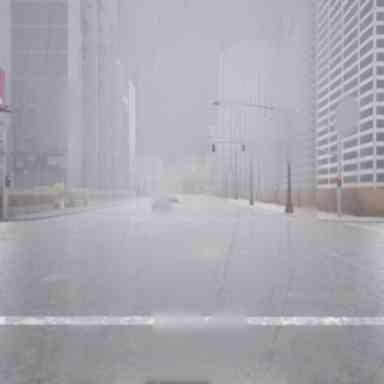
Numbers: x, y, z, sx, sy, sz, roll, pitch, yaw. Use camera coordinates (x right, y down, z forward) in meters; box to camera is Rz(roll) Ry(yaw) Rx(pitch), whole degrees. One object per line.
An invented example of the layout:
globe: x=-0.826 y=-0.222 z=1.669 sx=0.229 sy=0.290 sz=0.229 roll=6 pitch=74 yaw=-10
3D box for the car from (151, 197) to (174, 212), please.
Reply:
car: x=-3.443 y=1.533 z=37.887 sx=1.837 sy=1.490 sz=4.892 roll=0 pitch=0 yaw=0

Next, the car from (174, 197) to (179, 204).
car: x=-3.406 y=1.542 z=62.309 sx=1.895 sy=1.301 sz=4.718 roll=0 pitch=0 yaw=0
